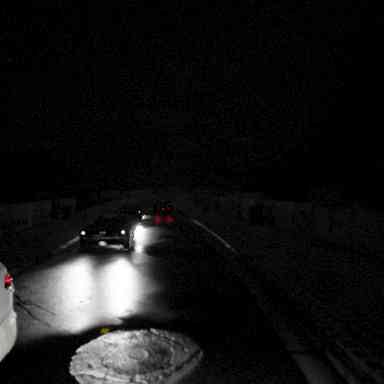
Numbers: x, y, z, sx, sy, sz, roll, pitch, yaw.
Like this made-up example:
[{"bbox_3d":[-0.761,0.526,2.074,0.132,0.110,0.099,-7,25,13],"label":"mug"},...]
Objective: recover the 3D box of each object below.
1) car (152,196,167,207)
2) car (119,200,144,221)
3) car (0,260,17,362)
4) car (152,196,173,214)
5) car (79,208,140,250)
[{"bbox_3d":[-4.629,1.291,47.588,2.033,1.411,5.357,0,1,-5],"label":"car"},{"bbox_3d":[-4.903,1.544,26.677,1.895,1.301,4.718,0,0,-8],"label":"car"},{"bbox_3d":[-2.996,1.211,1.380,2.150,2.045,5.566,0,0,0],"label":"car"},{"bbox_3d":[-3.062,1.394,34.322,2.128,1.511,4.902,0,1,-8],"label":"car"},{"bbox_3d":[-3.478,1.575,14.414,1.895,1.301,4.718,0,0,-5],"label":"car"}]
